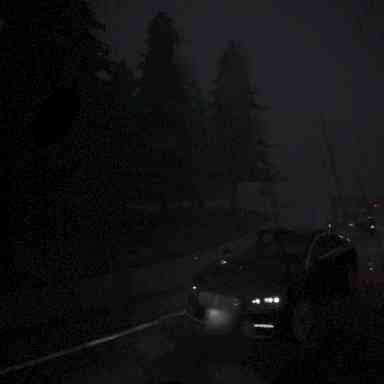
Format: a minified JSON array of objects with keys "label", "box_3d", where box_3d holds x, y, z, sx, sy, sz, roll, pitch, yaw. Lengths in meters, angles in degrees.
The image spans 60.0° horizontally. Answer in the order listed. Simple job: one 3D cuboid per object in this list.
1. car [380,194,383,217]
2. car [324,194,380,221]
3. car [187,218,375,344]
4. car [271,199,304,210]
[{"label":"car","box_3d":[14.820,1.143,26.646,2.150,2.045,5.566,0,0,12]},{"label":"car","box_3d":[8.491,1.185,18.112,2.150,2.045,5.566,-1,0,23]},{"label":"car","box_3d":[1.889,1.494,6.647,2.128,1.511,4.902,-1,0,39]},{"label":"car","box_3d":[12.260,1.587,43.158,1.895,1.301,4.718,-1,0,-20]}]
